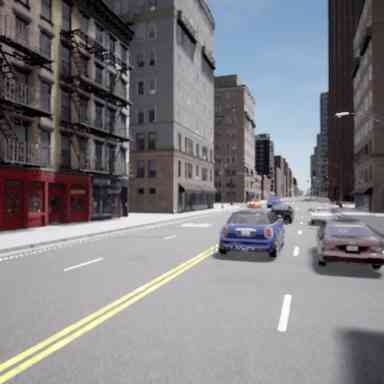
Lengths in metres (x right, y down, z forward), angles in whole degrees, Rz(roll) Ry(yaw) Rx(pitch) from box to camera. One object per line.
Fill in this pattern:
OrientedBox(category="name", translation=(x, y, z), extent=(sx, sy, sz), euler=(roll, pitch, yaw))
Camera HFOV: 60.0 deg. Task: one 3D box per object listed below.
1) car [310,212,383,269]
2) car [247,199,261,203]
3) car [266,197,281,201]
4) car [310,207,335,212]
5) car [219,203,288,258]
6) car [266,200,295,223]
OrientedBox(category="car", translation=(5.363, 1.668, 11.796), extent=(2.033, 1.411, 5.357), euler=(0, -1, 19))
OrientedBox(category="car", translation=(10.767, 1.943, 57.607), extent=(2.097, 1.767, 4.553), euler=(0, -1, 19))
OrientedBox(category="car", translation=(14.127, 1.813, 57.354), extent=(2.150, 2.045, 5.566), euler=(0, -1, 19))
OrientedBox(category="car", translation=(10.478, 1.872, 26.658), extent=(1.895, 1.301, 4.718), euler=(0, -1, 19))
OrientedBox(category="car", translation=(2.590, 1.493, 13.697), extent=(2.097, 1.767, 4.553), euler=(0, -1, 19))
OrientedBox(category="car", translation=(7.736, 1.770, 28.653), extent=(1.882, 1.535, 5.008), euler=(0, 0, 19))
